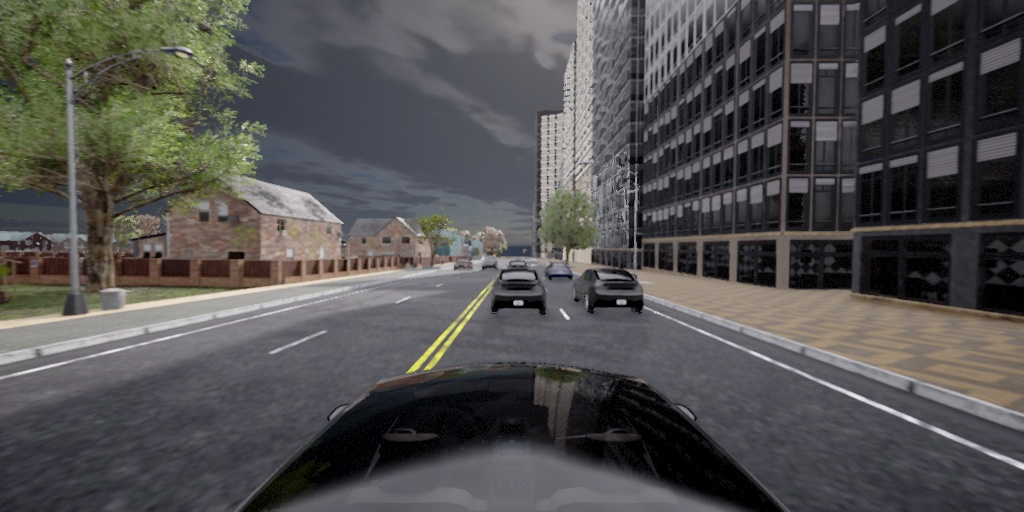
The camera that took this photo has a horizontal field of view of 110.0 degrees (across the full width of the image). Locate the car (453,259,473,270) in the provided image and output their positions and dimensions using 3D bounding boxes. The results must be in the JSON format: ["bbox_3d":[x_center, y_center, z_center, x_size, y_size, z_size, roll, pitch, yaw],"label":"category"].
[{"bbox_3d":[-5.972,1.050,44.528,1.994,1.385,4.181,0,0,1],"label":"car"}]

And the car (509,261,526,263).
[{"bbox_3d":[0.469,1.099,28.954,1.837,1.490,4.892,0,0,1],"label":"car"}]

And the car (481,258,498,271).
[{"bbox_3d":[-2.720,1.007,44.688,1.837,1.490,4.892,0,0,1],"label":"car"}]

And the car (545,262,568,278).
[{"bbox_3d":[3.725,1.173,29.267,1.994,1.385,4.181,0,0,1],"label":"car"}]

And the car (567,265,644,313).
[{"bbox_3d":[3.496,1.200,13.717,1.837,1.490,4.892,0,0,1],"label":"car"}]

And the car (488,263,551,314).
[{"bbox_3d":[0.241,1.186,13.491,1.837,1.490,4.892,0,0,1],"label":"car"}]
